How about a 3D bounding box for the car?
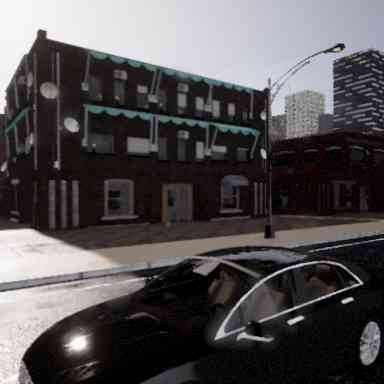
[{"bbox_3d":[0.593,1.512,4.109,4.892,1.490,1.837,0,0,-35],"label":"car"}]
